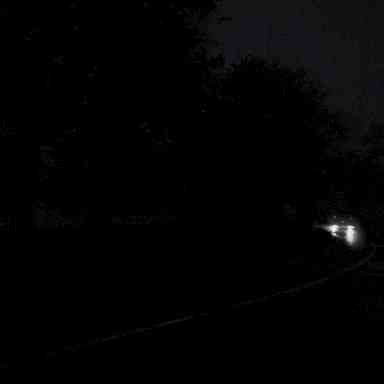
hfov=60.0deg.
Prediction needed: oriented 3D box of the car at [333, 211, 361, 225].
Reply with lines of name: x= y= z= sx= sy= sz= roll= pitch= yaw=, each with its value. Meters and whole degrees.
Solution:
car: x=15.604 y=2.597 z=33.443 sx=1.895 sy=1.301 sz=4.718 roll=1 pitch=-2 yaw=35
